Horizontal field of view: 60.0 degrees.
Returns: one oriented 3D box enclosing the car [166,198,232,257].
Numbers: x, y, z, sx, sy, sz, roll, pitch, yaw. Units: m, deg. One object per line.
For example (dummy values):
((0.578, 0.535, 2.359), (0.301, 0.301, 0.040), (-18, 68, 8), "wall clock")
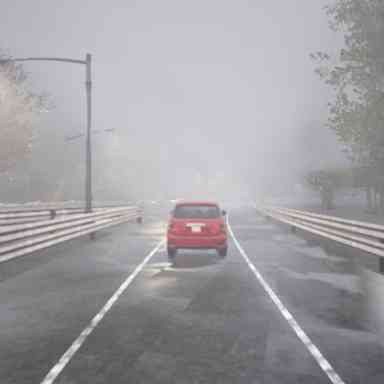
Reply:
((0.251, 1.342, 13.674), (2.150, 2.045, 5.566), (0, 0, 2), "car")
